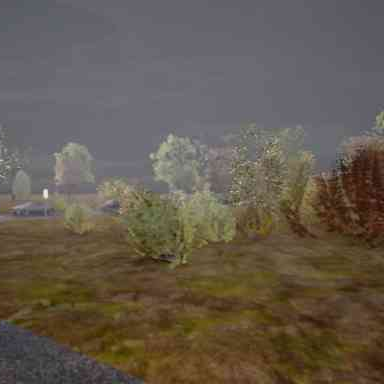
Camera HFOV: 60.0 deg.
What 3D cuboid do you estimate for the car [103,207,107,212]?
[{"bbox_3d":[-10.291,1.679,42.417,1.812,1.442,4.674,0,0,38],"label":"car"}]

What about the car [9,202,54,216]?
[{"bbox_3d":[-16.415,1.711,34.207,1.994,1.385,4.181,0,0,37],"label":"car"}]

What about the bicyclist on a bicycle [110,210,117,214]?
[{"bbox_3d":[-8.087,1.581,34.883,1.656,1.620,0.582,-1,0,37],"label":"bicyclist on a bicycle"}]

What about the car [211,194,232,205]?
[{"bbox_3d":[5.016,1.375,56.429,2.150,2.045,5.566,0,0,40],"label":"car"}]
